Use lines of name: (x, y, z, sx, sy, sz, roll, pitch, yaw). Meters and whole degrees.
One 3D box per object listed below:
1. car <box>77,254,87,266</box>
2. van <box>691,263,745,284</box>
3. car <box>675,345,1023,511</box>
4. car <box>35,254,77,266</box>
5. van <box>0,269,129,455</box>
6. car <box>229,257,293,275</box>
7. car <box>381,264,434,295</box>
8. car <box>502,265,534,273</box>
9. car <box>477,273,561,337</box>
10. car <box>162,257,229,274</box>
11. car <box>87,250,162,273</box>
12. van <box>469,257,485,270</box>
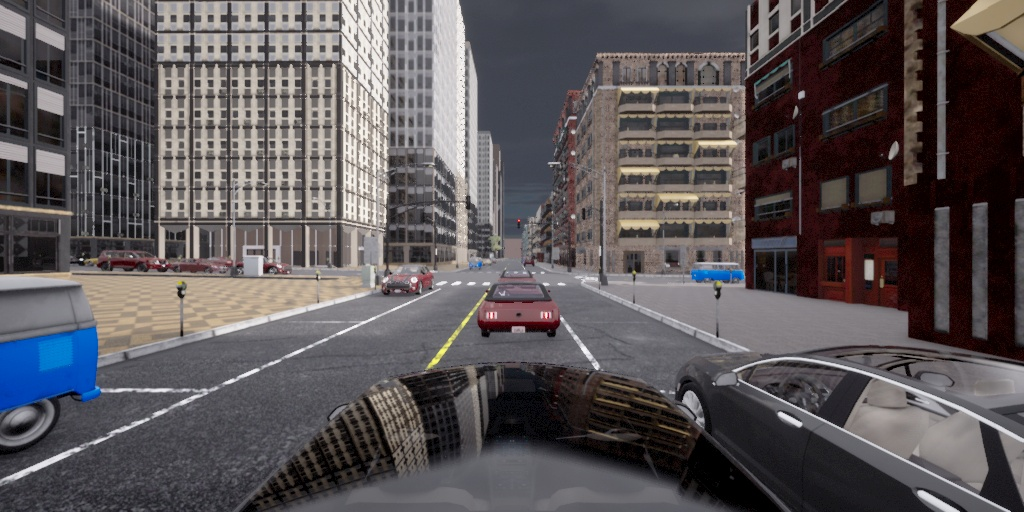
car: (-43.390, 0.453, 38.855, 4.829, 1.417, 1.751, 0, 0, 0)
van: (17.149, 1.447, 29.963, 3.998, 1.789, 1.690, 0, 0, 0)
car: (2.694, 1.300, 2.421, 2.007, 1.370, 4.403, 0, 0, 0)
car: (-48.796, 0.386, 38.888, 4.313, 1.339, 1.948, 0, 0, 0)
van: (-5.686, 1.090, 2.492, 1.690, 1.789, 3.998, 0, 0, 0)
car: (-20.909, 0.812, 30.335, 4.097, 1.591, 1.967, 0, 0, 0)
car: (-5.543, 1.185, 19.438, 1.967, 1.591, 4.097, 0, 0, 0)
car: (0.234, 1.346, 19.359, 1.895, 1.301, 4.718, 0, 0, 0)
car: (0.170, 1.348, 10.190, 1.895, 1.301, 4.718, 0, 0, 1)
car: (-26.483, 0.847, 30.369, 4.207, 1.307, 1.802, 0, 0, 0)
car: (-32.057, 0.472, 30.403, 5.009, 1.841, 2.192, 0, 0, 0)
van: (-5.269, 1.087, 51.910, 1.690, 1.789, 3.998, 0, 0, 0)
